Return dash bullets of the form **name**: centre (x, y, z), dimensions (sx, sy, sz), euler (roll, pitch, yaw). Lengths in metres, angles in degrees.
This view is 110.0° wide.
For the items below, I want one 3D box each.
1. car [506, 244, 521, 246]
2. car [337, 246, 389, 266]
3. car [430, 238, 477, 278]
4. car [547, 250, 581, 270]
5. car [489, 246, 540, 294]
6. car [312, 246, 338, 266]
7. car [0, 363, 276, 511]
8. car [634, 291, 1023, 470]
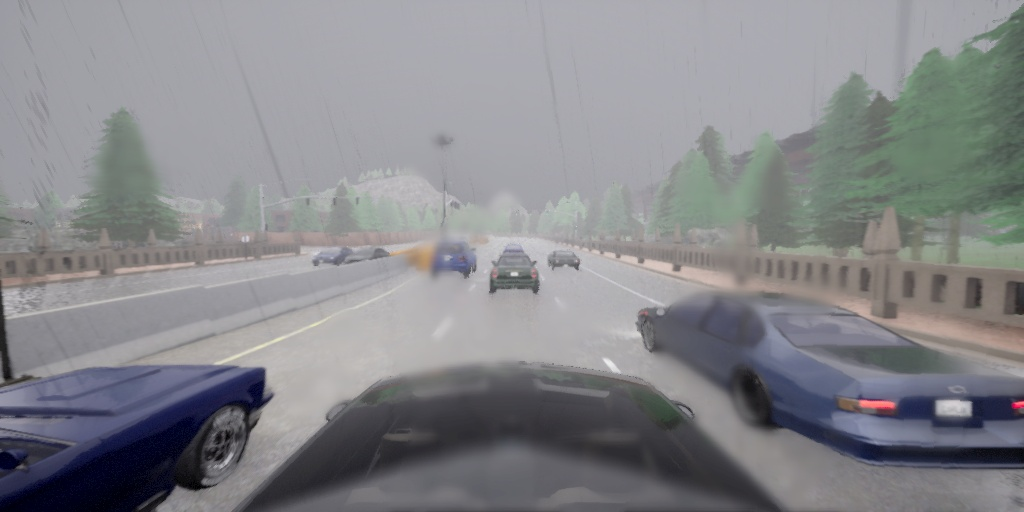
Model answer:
- **car**: centre (0.154, -0.350, 32.673), dimensions (1.882, 1.535, 5.008), euler (0, 4, 0)
- **car**: centre (-10.564, 0.100, 26.421), dimensions (1.837, 1.490, 4.892), euler (0, 3, 0)
- **car**: centre (-3.394, 0.132, 21.709), dimensions (2.150, 2.045, 5.566), euler (0, 4, 0)
- **car**: centre (3.621, 0.229, 25.928), dimensions (1.895, 1.301, 4.718), euler (0, 4, 0)
- **car**: centre (0.098, 0.609, 16.483), dimensions (2.097, 1.767, 4.553), euler (0, 4, 0)
- **car**: centre (-14.044, -0.035, 28.701), dimensions (1.812, 1.442, 4.674), euler (0, 4, 0)
- **car**: centre (-3.401, 1.338, 1.591), dimensions (1.895, 1.301, 4.718), euler (0, 0, 0)
- **car**: centre (3.599, 1.243, 5.433), dimensions (2.033, 1.411, 5.357), euler (0, 1, 0)
